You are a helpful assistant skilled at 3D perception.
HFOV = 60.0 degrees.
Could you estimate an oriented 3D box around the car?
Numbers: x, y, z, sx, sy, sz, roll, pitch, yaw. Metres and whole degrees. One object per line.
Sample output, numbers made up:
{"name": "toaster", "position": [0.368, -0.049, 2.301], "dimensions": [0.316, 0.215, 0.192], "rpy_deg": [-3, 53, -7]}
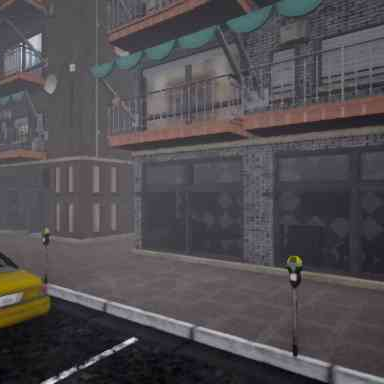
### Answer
{"name": "car", "position": [-4.542, 1.524, 6.118], "dimensions": [4.829, 1.417, 1.752], "rpy_deg": [0, 0, 35]}
